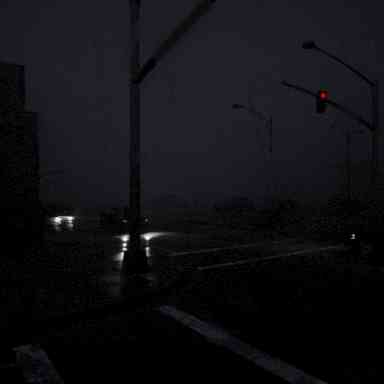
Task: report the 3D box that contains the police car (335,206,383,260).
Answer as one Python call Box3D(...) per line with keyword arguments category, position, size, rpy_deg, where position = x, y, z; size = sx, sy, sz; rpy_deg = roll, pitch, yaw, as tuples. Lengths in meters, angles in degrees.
Box3D(category="police car", position=(7.589, 1.496, 10.729), size=(1.930, 1.638, 5.238), rpy_deg=(-1, 0, -36))

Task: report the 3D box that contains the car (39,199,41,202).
Box3D(category="car", position=(-22.456, 1.291, 46.663), size=(1.837, 1.490, 4.892), rpy_deg=(0, 0, -36))

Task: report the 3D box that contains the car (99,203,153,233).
Box3D(category="car", position=(-4.526, 1.702, 21.501), size=(1.812, 1.442, 4.674), rpy_deg=(0, 0, -36))

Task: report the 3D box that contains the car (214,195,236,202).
Box3D(category="car", position=(7.813, 1.520, 79.058), size=(5.027, 1.636, 2.152), rpy_deg=(0, 0, -36))

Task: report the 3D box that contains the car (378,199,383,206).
Box3D(category="car", position=(29.251, 1.267, 48.185), size=(3.866, 1.878, 1.905), rpy_deg=(0, 0, -36))

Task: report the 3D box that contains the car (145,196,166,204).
Box3D(category="car", position=(-7.444, 1.575, 68.303), size=(3.806, 1.475, 1.970), rpy_deg=(0, 0, -36))

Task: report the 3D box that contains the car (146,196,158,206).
Box3D(category="car", position=(-4.498, 1.288, 51.218), size=(4.605, 1.855, 1.932), rpy_deg=(0, 0, -36))

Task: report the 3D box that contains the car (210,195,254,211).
Box3D(category="car", position=(4.984, 1.344, 38.697), size=(5.027, 1.636, 2.152), rpy_deg=(0, 0, -36))

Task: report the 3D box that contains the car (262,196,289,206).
Box3D(category="car", position=(14.263, 1.488, 56.812), size=(4.514, 1.523, 2.007), rpy_deg=(0, 0, -36))

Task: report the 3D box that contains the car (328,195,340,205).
Box3D(category="car", position=(20.941, 1.287, 46.273), size=(4.605, 1.855, 1.932), rpy_deg=(0, 0, -36))

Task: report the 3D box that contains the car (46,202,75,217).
Box3D(category="car", position=(-13.503, 1.740, 34.011), size=(1.994, 1.385, 4.181), rpy_deg=(0, 0, -36))

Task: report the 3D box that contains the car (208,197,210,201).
Box3D(category="car", position=(5.943, 1.529, 81.577), size=(4.514, 1.523, 2.007), rpy_deg=(0, 0, -36))

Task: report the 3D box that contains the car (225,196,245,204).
Box3D(category="car", position=(8.476, 1.510, 64.959), size=(3.633, 1.501, 1.845), rpy_deg=(0, 0, -36))

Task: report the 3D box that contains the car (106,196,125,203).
Box3D(category="car", position=(-15.212, 1.564, 66.403), size=(3.633, 1.501, 1.845), rpy_deg=(0, 0, -36))

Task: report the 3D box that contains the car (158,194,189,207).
Box3D(category="car", position=(-2.470, 1.268, 49.097), size=(3.866, 1.878, 1.905), rpy_deg=(0, 0, -36))

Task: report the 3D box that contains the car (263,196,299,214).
Box3D(category="car", position=(8.985, 1.423, 33.670), size=(3.806, 1.475, 1.970), rpy_deg=(0, 0, -36))

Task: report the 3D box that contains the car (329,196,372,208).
Box3D(category="car", position=(16.848, 1.488, 34.799), size=(4.514, 1.523, 2.007), rpy_deg=(0, 0, -36))
